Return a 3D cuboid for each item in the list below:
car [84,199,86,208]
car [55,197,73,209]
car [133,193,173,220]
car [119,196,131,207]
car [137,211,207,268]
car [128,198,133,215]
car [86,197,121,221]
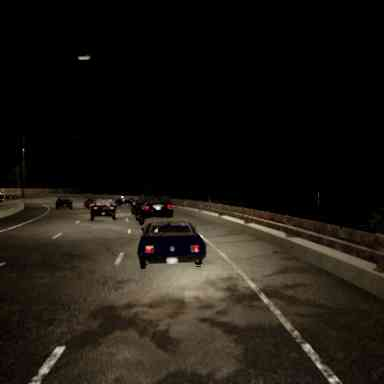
[{"bbox_3d":[-12.607,1.371,42.555,1.994,1.385,4.181,0,0,-23],"label":"car"},{"bbox_3d":[-15.877,1.321,41.285,2.128,1.511,4.902,0,1,-23],"label":"car"},{"bbox_3d":[-2.675,1.098,23.051,2.150,2.045,5.566,0,0,-13],"label":"car"},{"bbox_3d":[-8.627,1.285,42.116,2.128,1.511,4.902,0,1,-22],"label":"car"},{"bbox_3d":[-0.764,1.539,11.085,1.895,1.301,4.718,0,0,-6],"label":"car"},{"bbox_3d":[-4.250,1.410,29.578,1.994,1.385,4.181,0,0,-16],"label":"car"},{"bbox_3d":[-7.060,1.368,26.455,2.128,1.511,4.902,0,0,-15],"label":"car"}]
